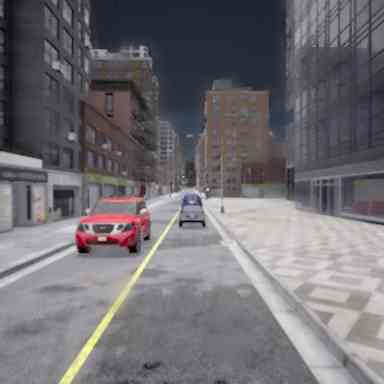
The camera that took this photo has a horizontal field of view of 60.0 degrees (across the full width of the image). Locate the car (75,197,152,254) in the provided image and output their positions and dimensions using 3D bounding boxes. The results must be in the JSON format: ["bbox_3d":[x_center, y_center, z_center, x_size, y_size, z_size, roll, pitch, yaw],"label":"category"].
[{"bbox_3d":[-3.013,1.243,13.971,2.150,2.045,5.566,0,0,0],"label":"car"}]

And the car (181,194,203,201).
[{"bbox_3d":[0.025,1.202,36.130,2.150,2.045,5.566,0,1,1],"label":"car"}]

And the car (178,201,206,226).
[{"bbox_3d":[0.025,1.568,23.273,2.033,1.411,5.357,0,0,0],"label":"car"}]
